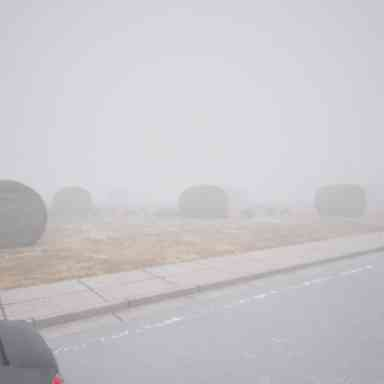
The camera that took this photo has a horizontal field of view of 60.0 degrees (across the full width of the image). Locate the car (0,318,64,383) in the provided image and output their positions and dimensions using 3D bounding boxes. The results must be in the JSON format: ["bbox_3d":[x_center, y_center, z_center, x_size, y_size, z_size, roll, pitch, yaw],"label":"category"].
[{"bbox_3d":[-2.945,1.573,1.892,4.181,1.385,1.994,0,0,-36],"label":"car"}]
